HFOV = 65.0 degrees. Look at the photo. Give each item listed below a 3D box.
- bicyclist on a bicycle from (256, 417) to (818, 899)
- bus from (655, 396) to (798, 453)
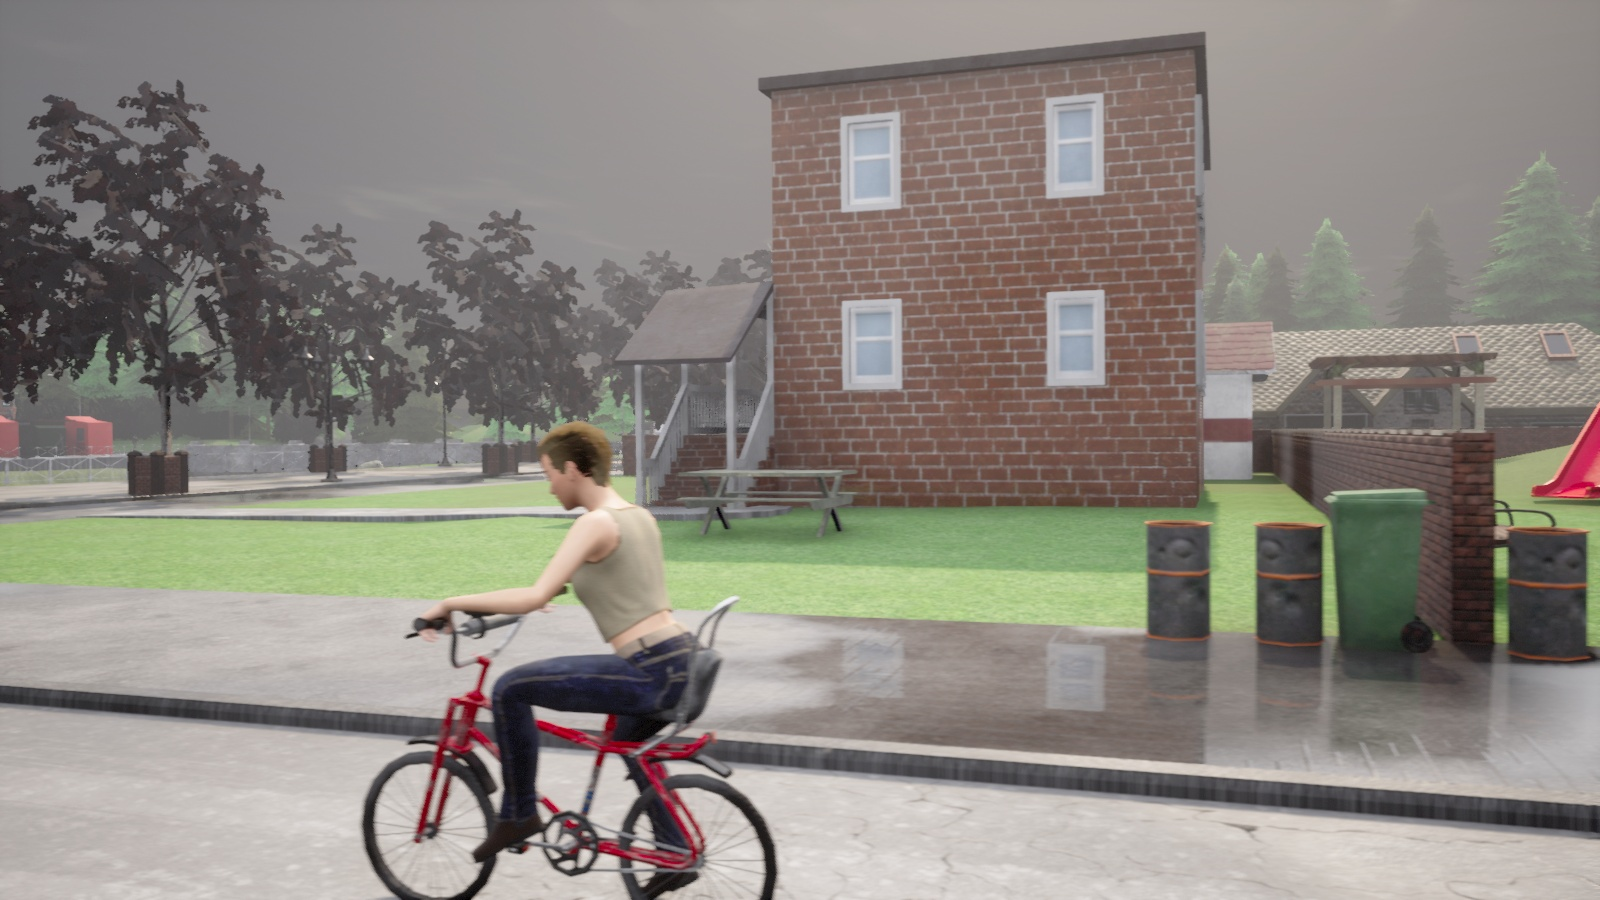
[{"bbox_3d":[-0.794,0.710,3.987,1.509,1.612,0.866,0,1,19],"label":"bicyclist on a bicycle"},{"bbox_3d":[-5.661,-1.931,96.779,10.273,4.253,3.944,0,1,19],"label":"bus"}]
